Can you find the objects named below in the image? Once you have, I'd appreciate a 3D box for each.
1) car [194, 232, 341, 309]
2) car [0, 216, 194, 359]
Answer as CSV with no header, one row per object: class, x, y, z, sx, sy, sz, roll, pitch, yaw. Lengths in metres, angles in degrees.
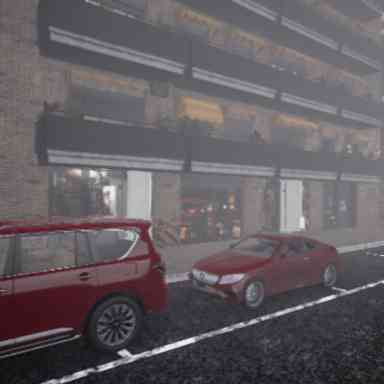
car,1.892,1.638,7.914,4.206,1.307,1.802,1,0,-36
car,-2.690,1.320,4.638,5.009,1.841,2.192,1,0,-36
